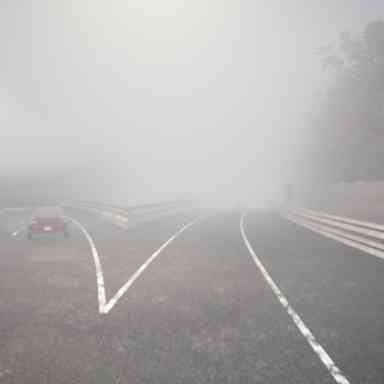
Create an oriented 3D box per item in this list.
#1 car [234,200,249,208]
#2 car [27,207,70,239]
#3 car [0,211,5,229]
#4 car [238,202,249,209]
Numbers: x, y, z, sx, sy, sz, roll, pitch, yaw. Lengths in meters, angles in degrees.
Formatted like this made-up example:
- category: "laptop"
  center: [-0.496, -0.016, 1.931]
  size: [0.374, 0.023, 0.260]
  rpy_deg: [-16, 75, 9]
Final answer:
- category: "car"
  center: [8.730, 2.225, 60.229]
  size: [2.033, 1.411, 5.357]
  rpy_deg: [0, -3, 12]
- category: "car"
  center: [-7.330, 1.479, 17.108]
  size: [1.812, 1.442, 4.674]
  rpy_deg: [0, 0, -22]
- category: "car"
  center: [-11.352, 1.445, 17.736]
  size: [1.837, 1.490, 4.892]
  rpy_deg: [0, 0, -22]
- category: "car"
  center: [10.951, 2.821, 70.400]
  size: [1.895, 1.301, 4.718]
  rpy_deg: [0, -4, 13]
